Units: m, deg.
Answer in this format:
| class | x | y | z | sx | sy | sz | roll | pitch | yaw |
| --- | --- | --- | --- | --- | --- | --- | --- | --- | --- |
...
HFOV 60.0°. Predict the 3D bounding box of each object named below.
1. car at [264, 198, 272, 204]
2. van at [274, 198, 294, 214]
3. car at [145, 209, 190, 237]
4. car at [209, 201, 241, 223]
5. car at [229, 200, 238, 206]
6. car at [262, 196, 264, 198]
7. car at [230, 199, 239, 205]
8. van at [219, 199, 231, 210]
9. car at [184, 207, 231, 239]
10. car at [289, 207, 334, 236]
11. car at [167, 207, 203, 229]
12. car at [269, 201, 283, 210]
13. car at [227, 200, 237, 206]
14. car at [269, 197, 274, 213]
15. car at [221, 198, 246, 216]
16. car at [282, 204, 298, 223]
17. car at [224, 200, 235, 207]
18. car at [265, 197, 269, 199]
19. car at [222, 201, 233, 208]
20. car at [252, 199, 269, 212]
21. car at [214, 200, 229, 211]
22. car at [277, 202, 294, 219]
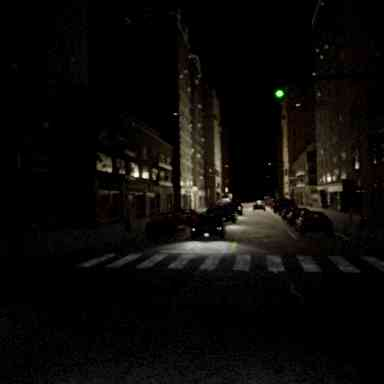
| class | x | y | z | sx | sy | sz | roll | pitch | yaw |
| --- | --- | --- | --- | --- | --- | --- | --- | --- | --- |
| car | 19.629 | 2.422 | 85.974 | 1.752 | 1.417 | 4.829 | -1 | -1 | 11 |
| van | 10.037 | 1.665 | 35.655 | 1.690 | 1.788 | 3.998 | -1 | -1 | 11 |
| car | -1.516 | 1.922 | 20.536 | 1.887 | 1.381 | 4.507 | -1 | -1 | 11 |
| car | 2.992 | 1.882 | 29.459 | 1.882 | 1.535 | 5.008 | -2 | -1 | 11 |
| car | 10.165 | 2.638 | 81.831 | 1.947 | 1.339 | 4.313 | -1 | -1 | 11 |
| car | 17.470 | 2.083 | 74.665 | 2.192 | 1.841 | 5.009 | -1 | -1 | 11 |
| car | 11.226 | 2.680 | 87.403 | 1.887 | 1.381 | 4.507 | -1 | -1 | 11 |
| van | 5.913 | 2.159 | 59.544 | 1.690 | 1.788 | 3.998 | -1 | -1 | 11 |
| car | 1.076 | 1.845 | 19.681 | 2.033 | 1.411 | 5.357 | -2 | -1 | 7 |
| car | 6.856 | 1.719 | 18.933 | 1.802 | 1.307 | 4.206 | -1 | -1 | 11 |
| car | -0.454 | 1.984 | 26.108 | 1.887 | 1.381 | 4.507 | -1 | -1 | 11 |
| car | 13.227 | 2.095 | 52.370 | 1.802 | 1.307 | 4.206 | -1 | -1 | 11 |
| car | 9.103 | 2.574 | 76.258 | 1.947 | 1.339 | 4.313 | -1 | -1 | 11 |
| car | 11.099 | 1.702 | 41.228 | 2.192 | 1.841 | 5.009 | -1 | -1 | 11 |
| car | 4.909 | 1.866 | 39.306 | 2.097 | 1.767 | 4.553 | -2 | -1 | 11 |
| car | 7.917 | 1.781 | 24.506 | 1.802 | 1.307 | 4.206 | -1 | -1 | 11 |
| car | 8.041 | 2.496 | 70.686 | 2.008 | 1.369 | 4.403 | -1 | -1 | 11 |
| car | 15.350 | 2.207 | 63.516 | 1.947 | 1.339 | 4.313 | -1 | -1 | 11 |
| car | 6.979 | 2.463 | 65.113 | 1.802 | 1.307 | 4.206 | -1 | -1 | 11 |
| car | 9.732 | 2.083 | 48.256 | 2.033 | 1.411 | 5.357 | -2 | -1 | 11 |
| car | 4.853 | 2.194 | 53.971 | 1.967 | 1.590 | 4.097 | -1 | -1 | 11 |
| car | 8.979 | 1.843 | 30.079 | 1.802 | 1.307 | 4.206 | -1 | -1 | 11 |
